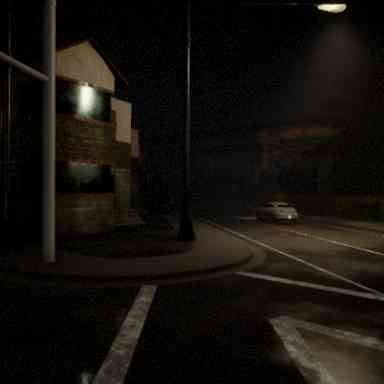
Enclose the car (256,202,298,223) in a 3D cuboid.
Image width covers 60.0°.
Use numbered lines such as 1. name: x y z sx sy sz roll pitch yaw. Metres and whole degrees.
1. car: 6.500 1.526 25.729 1.812 1.442 4.674 0 0 -9
